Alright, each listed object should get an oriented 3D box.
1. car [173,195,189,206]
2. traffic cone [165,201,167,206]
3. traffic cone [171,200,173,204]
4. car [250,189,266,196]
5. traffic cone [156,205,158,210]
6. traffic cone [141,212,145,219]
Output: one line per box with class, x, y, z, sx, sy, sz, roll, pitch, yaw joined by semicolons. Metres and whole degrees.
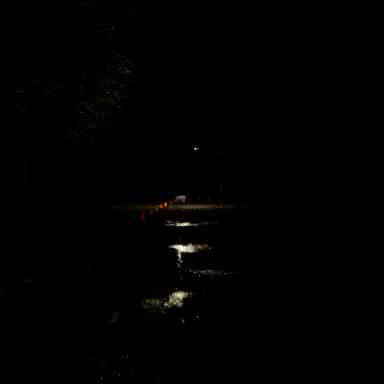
car;-1.520;1.169;47.804;2.033;1.411;5.357;0;1;5
traffic cone;-3.704;1.594;46.224;0.340;0.580;0.340;0;1;4
traffic cone;-3.133;1.537;51.404;0.340;0.580;0.340;0;1;9
car;17.236;0.119;86.445;4.553;1.767;2.097;-2;2;-41
traffic cone;-3.838;1.702;36.064;0.340;0.580;0.340;0;1;0
traffic cone;-3.842;1.807;26.065;0.340;0.580;0.340;0;1;0
